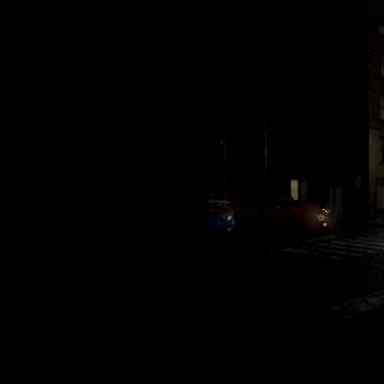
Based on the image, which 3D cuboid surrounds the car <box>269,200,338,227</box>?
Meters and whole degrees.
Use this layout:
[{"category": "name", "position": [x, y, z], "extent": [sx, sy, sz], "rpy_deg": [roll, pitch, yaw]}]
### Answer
[{"category": "car", "position": [7.595, 1.375, 22.973], "extent": [1.967, 1.590, 4.097], "rpy_deg": [0, 0, -35]}]

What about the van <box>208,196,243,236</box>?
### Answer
[{"category": "van", "position": [0.623, 1.313, 18.065], "extent": [1.690, 1.788, 3.998], "rpy_deg": [0, 0, -35]}]

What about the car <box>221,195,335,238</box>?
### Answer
[{"category": "car", "position": [4.475, 1.181, 17.831], "extent": [2.150, 2.045, 5.566], "rpy_deg": [-1, 0, -41]}]

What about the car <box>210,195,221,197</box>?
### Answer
[{"category": "car", "position": [1.183, 1.244, 32.119], "extent": [2.192, 1.841, 5.009], "rpy_deg": [0, 0, -35]}]
